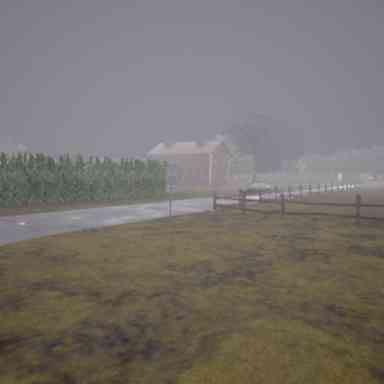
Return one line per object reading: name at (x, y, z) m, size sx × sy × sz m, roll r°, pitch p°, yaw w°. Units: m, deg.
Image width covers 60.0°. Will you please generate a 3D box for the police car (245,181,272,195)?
police car at (8.314, -0.489, 41.435) m, size 1.930 × 1.638 × 5.238 m, roll 4°, pitch 4°, yaw 35°
